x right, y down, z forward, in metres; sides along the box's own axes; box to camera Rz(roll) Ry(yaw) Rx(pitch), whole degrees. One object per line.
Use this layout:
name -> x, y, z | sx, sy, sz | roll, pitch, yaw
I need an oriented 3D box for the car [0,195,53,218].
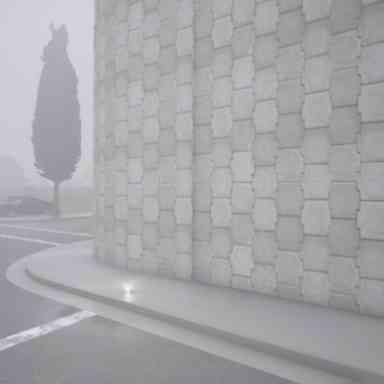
car -> -14.238, 1.288, 28.356 | 1.882, 1.535, 5.008 | 0, 0, 35
